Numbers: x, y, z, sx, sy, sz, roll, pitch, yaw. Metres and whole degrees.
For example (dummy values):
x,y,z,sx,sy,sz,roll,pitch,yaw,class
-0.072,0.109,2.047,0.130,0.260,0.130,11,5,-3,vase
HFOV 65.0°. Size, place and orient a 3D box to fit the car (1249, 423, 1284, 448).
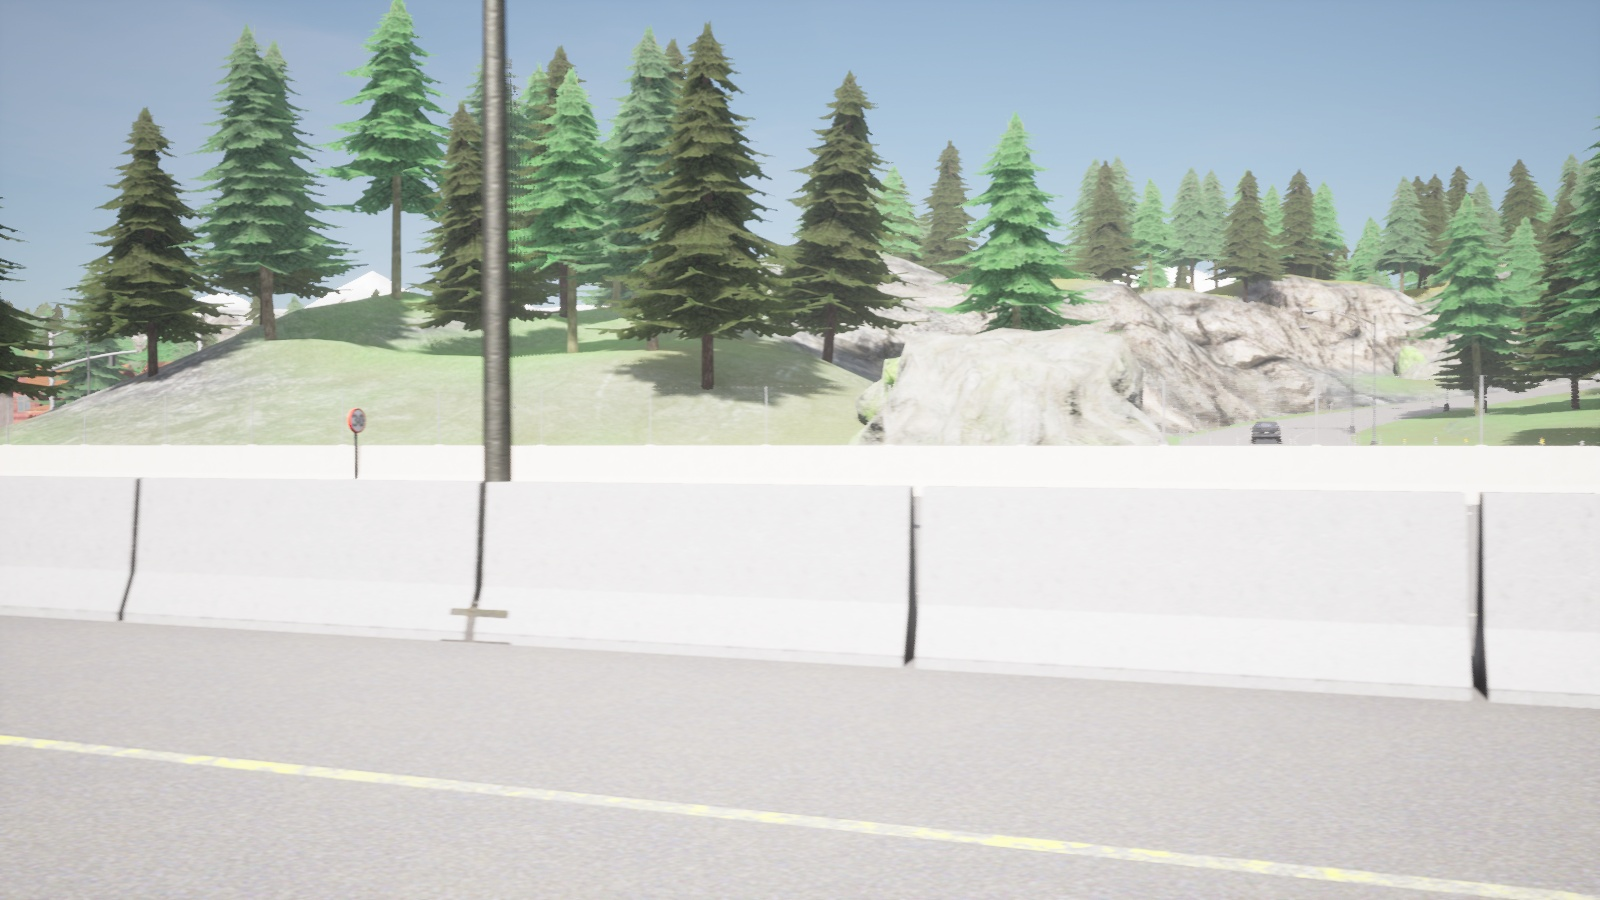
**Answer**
x,y,z,sx,sy,sz,roll,pitch,yaw,class
30.317,-0.967,81.734,2.033,1.411,5.357,1,3,20,car
